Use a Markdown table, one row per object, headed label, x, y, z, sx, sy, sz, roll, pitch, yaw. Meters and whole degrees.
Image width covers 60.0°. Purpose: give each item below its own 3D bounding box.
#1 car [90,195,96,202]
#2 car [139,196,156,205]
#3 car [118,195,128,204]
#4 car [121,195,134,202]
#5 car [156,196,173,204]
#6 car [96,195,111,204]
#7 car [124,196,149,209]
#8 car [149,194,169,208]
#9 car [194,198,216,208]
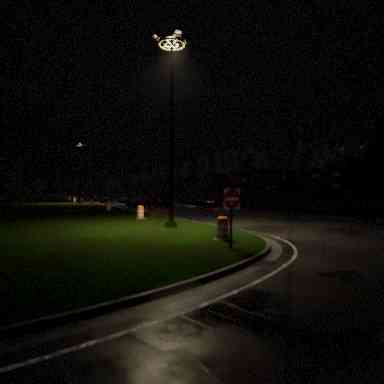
| label | x | y | z | sx | sy | sz | roll | pitch | yaw |
| --- | --- | --- | --- | --- | --- | --- | --- | --- | --- |
| car | -22.829 | 1.717 | 79.939 | 1.812 | 1.442 | 4.674 | 0 | 0 | -25 |
| car | -9.031 | 1.676 | 67.005 | 1.882 | 1.535 | 5.008 | 0 | 0 | -25 |
| car | -14.150 | 1.741 | 69.673 | 1.994 | 1.385 | 4.181 | 0 | 0 | -25 |
| car | -16.024 | 1.579 | 81.916 | 2.097 | 1.767 | 4.553 | 0 | 0 | -25 |
| car | -5.694 | 1.692 | 68.129 | 1.882 | 1.535 | 5.008 | 0 | 0 | -25 |
| car | -18.437 | 1.716 | 70.572 | 2.033 | 1.411 | 5.357 | 0 | 0 | -25 |
| car | -8.226 | 1.665 | 49.031 | 1.812 | 1.442 | 4.674 | 0 | 0 | -25 |
| car | -5.068 | 1.377 | 50.574 | 2.150 | 2.045 | 5.566 | 0 | 0 | -25 |
| car | 1.931 | 1.677 | 52.102 | 2.128 | 1.511 | 4.902 | 0 | 0 | -25 |
